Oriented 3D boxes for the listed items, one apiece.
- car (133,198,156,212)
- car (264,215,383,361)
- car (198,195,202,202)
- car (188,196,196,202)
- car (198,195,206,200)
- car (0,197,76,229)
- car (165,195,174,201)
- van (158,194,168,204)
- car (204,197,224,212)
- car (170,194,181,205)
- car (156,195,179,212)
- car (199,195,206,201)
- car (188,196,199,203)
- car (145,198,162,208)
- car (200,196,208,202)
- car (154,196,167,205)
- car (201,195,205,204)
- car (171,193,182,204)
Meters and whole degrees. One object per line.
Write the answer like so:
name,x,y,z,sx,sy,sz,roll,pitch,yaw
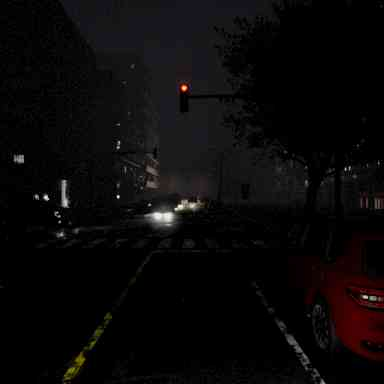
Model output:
car,-5.670,1.562,38.292,2.008,1.369,4.403,0,0,0
car,2.696,1.315,5.900,2.192,1.841,5.009,0,0,0
car,2.723,1.624,65.951,1.802,1.307,4.206,0,0,0
car,0.040,1.656,79.369,1.895,1.301,4.718,0,0,0
car,2.736,1.637,93.615,2.008,1.369,4.403,0,0,0
car,-9.623,1.272,20.712,4.553,1.767,2.097,2,0,10
car,-5.650,1.506,82.554,1.967,1.590,4.097,0,0,0
van,-5.657,1.383,65.957,1.690,1.788,3.998,0,0,0
car,2.710,1.556,38.288,1.887,1.381,4.507,0,0,0
car,-3.062,1.500,49.409,1.882,1.535,5.008,0,0,0
car,-3.074,1.504,39.188,2.128,1.511,4.902,0,0,2
car,2.733,1.620,88.083,1.887,1.381,4.507,0,0,0
car,0.128,1.609,68.409,1.994,1.385,4.181,0,0,1
car,-5.665,1.573,49.358,2.008,1.369,4.403,0,0,0
car,2.728,1.583,77.187,1.752,1.417,4.829,0,0,0
car,-5.660,1.475,60.424,1.967,1.590,4.097,0,0,0
car,2.715,1.548,49.524,1.752,1.417,4.829,0,0,0
car,-3.037,1.256,60.122,2.150,2.045,5.566,0,0,0
